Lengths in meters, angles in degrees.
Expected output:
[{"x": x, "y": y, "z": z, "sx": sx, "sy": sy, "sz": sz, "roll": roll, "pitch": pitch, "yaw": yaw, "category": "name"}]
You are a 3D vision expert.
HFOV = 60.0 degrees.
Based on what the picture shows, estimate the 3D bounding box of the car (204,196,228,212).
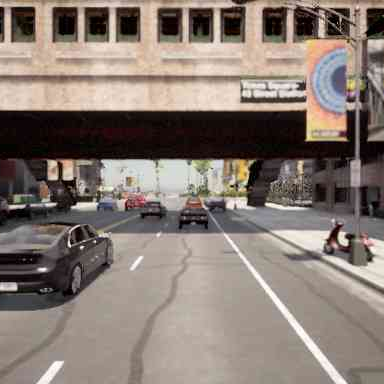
[{"x": 3.135, "y": 1.481, "z": 39.219, "sx": 2.231, "sy": 1.521, "sz": 4.892, "roll": 0, "pitch": 0, "yaw": 10, "category": "car"}]

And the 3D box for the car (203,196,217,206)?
[{"x": 3.034, "y": 1.480, "z": 56.420, "sx": 2.097, "sy": 1.535, "sz": 5.008, "roll": 0, "pitch": 0, "yaw": 0, "category": "car"}]

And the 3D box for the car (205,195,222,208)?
[{"x": 3.172, "y": 1.354, "z": 49.994, "sx": 2.185, "sy": 1.767, "sz": 4.553, "roll": 0, "pitch": 0, "yaw": 0, "category": "car"}]

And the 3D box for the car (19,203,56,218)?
[{"x": -13.598, "y": 1.598, "z": 27.994, "sx": 1.895, "sy": 1.301, "sz": 4.718, "roll": 0, "pitch": 0, "yaw": 0, "category": "car"}]

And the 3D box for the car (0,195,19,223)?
[{"x": -13.555, "y": 1.232, "z": 20.598, "sx": 2.435, "sy": 2.045, "sz": 5.566, "roll": 0, "pitch": 0, "yaw": 0, "category": "car"}]

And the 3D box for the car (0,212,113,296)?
[{"x": -3.402, "y": 1.506, "z": 8.599, "sx": 1.837, "sy": 1.490, "sz": 4.892, "roll": 0, "pitch": 0, "yaw": 0, "category": "car"}]

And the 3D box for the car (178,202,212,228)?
[{"x": 0.109, "y": 1.601, "z": 22.166, "sx": 1.895, "sy": 1.301, "sz": 4.718, "roll": 0, "pitch": 0, "yaw": 0, "category": "car"}]

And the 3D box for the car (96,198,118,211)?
[{"x": -10.457, "y": 1.528, "z": 41.404, "sx": 1.812, "sy": 1.442, "sz": 4.674, "roll": 0, "pitch": 0, "yaw": 0, "category": "car"}]

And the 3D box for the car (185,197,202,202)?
[{"x": 0.224, "y": 1.353, "z": 42.195, "sx": 2.097, "sy": 1.767, "sz": 4.553, "roll": 0, "pitch": 0, "yaw": 0, "category": "car"}]

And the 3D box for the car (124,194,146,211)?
[{"x": -6.961, "y": 1.223, "z": 41.617, "sx": 2.150, "sy": 2.045, "sz": 5.566, "roll": 0, "pitch": 0, "yaw": 0, "category": "car"}]

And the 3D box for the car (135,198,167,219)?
[{"x": -3.332, "y": 1.548, "z": 29.332, "sx": 2.033, "sy": 1.411, "sz": 5.357, "roll": 0, "pitch": 0, "yaw": 1, "category": "car"}]
